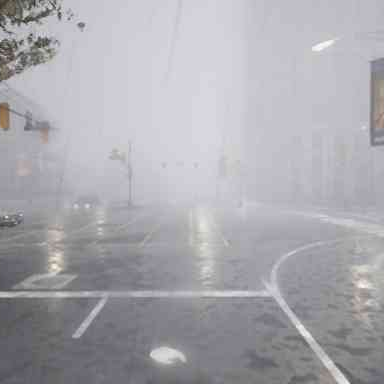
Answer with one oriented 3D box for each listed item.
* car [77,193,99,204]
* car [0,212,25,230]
[{"bbox_3d":[-15.077,0.897,48.249,1.882,1.535,5.008,0,1,2],"label":"car"},{"bbox_3d":[-11.677,1.362,17.903,4.718,1.301,1.895,0,1,0],"label":"car"}]
